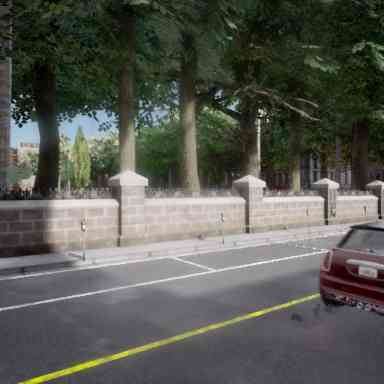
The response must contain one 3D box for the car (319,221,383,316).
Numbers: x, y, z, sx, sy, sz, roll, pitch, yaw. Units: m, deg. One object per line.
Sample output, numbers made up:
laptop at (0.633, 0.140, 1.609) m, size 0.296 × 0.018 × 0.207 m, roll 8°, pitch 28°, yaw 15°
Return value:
car at (4.646, 1.349, 6.747) m, size 4.553 × 1.767 × 2.097 m, roll 0°, pitch 0°, yaw -36°
